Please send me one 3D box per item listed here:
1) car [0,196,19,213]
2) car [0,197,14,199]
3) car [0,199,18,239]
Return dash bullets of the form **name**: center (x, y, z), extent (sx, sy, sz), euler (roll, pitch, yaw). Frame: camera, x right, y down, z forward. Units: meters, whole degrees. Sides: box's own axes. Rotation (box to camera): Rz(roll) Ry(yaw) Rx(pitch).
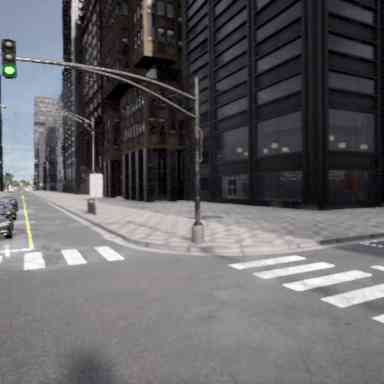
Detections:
- **car**: center (-18.127, 1.154, 32.541), extent (1.994, 1.385, 4.181), euler (-1, 1, -27)
- **car**: center (-13.586, 1.267, 23.693), extent (1.994, 1.385, 4.181), euler (-1, 1, -27)
- **car**: center (-9.414, 1.298, 15.568), extent (2.128, 1.511, 4.902), euler (-1, 1, -27)
